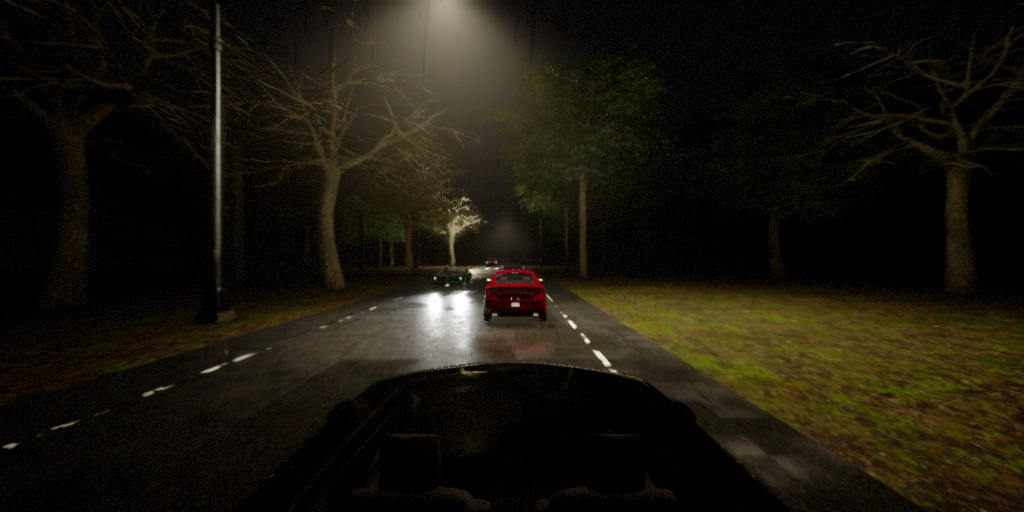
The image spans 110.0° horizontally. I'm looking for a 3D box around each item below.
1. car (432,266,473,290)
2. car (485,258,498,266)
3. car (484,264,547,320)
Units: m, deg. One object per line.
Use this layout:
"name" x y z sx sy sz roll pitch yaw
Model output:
"car" -3.601 1.325 22.225 1.895 1.301 4.718 0 0 0
"car" -3.541 1.163 63.319 2.097 1.767 4.553 0 0 0
"car" 0.097 1.209 12.519 1.882 1.535 5.008 0 0 0
